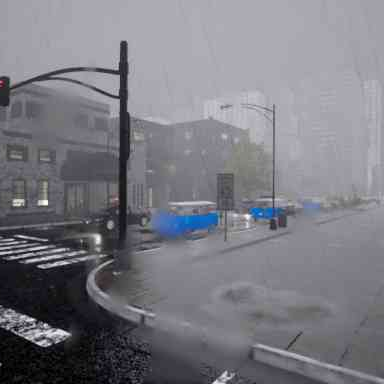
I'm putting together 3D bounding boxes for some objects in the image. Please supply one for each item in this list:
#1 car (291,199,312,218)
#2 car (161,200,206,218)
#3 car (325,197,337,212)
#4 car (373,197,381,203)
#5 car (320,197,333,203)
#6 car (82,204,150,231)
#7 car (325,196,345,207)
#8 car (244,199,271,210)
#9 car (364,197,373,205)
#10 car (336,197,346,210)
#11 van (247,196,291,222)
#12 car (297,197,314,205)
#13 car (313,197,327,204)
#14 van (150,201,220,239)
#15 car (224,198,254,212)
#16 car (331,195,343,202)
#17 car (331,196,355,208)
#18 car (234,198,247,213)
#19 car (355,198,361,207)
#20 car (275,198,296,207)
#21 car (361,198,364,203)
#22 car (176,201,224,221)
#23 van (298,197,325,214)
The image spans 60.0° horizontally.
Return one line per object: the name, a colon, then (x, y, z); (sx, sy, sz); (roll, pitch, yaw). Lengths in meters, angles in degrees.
car: (9.414, 1.655, 31.195); (1.887, 1.381, 4.507); (0, 0, 35)
car: (-0.705, 1.558, 31.358); (1.752, 1.417, 4.829); (0, 0, 35)
car: (15.850, 1.671, 40.379); (1.752, 1.417, 4.829); (0, 0, 35)
car: (44.271, 1.899, 80.938); (1.947, 1.339, 4.313); (0, 0, 35)
car: (31.080, 1.792, 76.717); (1.947, 1.339, 4.313); (0, 0, 35)
car: (-4.653, 1.528, 21.207); (1.837, 1.490, 4.892); (1, 0, 35)
car: (25.049, 1.549, 58.123); (2.097, 1.767, 4.553); (1, 0, 39)
car: (8.899, 1.628, 45.064); (1.887, 1.381, 4.507); (0, 0, 35)
car: (34.764, 1.809, 67.372); (1.887, 1.381, 4.507); (0, 0, 35)
car: (18.920, 1.729, 44.761); (1.947, 1.339, 4.313); (0, 0, 35)
van: (6.246, 1.436, 26.674); (1.690, 1.788, 3.998); (0, 0, 35)
car: (21.574, 1.705, 63.151); (1.887, 1.381, 4.507); (0, 0, 35)
car: (27.814, 1.728, 72.056); (1.752, 1.417, 4.829); (0, 0, 35)
van: (-0.091, 1.406, 17.629); (1.690, 1.788, 3.998); (0, 0, 35)
car: (5.732, 1.506, 40.542); (1.967, 1.590, 4.097); (0, 0, 35)
car: (37.418, 1.712, 85.761); (1.967, 1.590, 4.097); (0, 0, 35)
car: (22.091, 1.497, 49.284); (2.192, 1.841, 5.009); (0, 0, 35)
car: (6.491, 1.604, 37.084); (1.812, 1.442, 4.674); (1, 0, 35)
car: (25.260, 1.516, 53.807); (2.192, 1.841, 5.009); (0, 0, 35)
car: (15.237, 1.665, 54.107); (1.887, 1.381, 4.507); (0, 0, 35)
car: (28.525, 1.748, 58.467); (1.752, 1.417, 4.829); (0, 0, 35)
car: (0.810, 1.554, 29.001); (1.837, 1.490, 4.892); (1, 0, 35)
van: (12.584, 1.469, 35.718); (1.690, 1.788, 3.998); (0, 0, 35)
